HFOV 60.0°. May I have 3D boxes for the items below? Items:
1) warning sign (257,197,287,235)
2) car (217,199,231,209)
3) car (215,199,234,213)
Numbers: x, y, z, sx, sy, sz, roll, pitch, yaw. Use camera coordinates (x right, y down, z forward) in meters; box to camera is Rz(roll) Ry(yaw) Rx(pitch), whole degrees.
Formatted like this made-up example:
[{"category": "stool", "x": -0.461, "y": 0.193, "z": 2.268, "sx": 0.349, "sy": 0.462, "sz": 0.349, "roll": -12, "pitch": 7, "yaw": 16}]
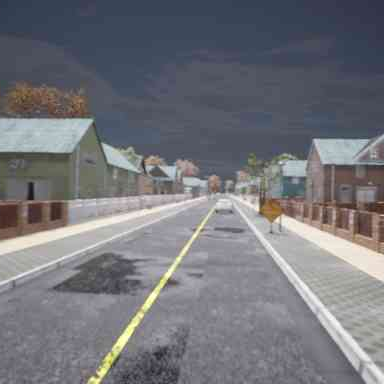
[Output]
[{"category": "warning sign", "x": 4.048, "y": 1.209, "z": 16.924, "sx": 1.300, "sy": 1.860, "sz": 1.060, "roll": 0, "pitch": -1, "yaw": 6}, {"category": "car", "x": 4.759, "y": 1.683, "z": 49.150, "sx": 1.895, "sy": 1.301, "sz": 4.718, "roll": 1, "pitch": 0, "yaw": 6}, {"category": "car", "x": 3.681, "y": 1.592, "z": 38.020, "sx": 1.812, "sy": 1.442, "sz": 4.674, "roll": 1, "pitch": 0, "yaw": 5}]
